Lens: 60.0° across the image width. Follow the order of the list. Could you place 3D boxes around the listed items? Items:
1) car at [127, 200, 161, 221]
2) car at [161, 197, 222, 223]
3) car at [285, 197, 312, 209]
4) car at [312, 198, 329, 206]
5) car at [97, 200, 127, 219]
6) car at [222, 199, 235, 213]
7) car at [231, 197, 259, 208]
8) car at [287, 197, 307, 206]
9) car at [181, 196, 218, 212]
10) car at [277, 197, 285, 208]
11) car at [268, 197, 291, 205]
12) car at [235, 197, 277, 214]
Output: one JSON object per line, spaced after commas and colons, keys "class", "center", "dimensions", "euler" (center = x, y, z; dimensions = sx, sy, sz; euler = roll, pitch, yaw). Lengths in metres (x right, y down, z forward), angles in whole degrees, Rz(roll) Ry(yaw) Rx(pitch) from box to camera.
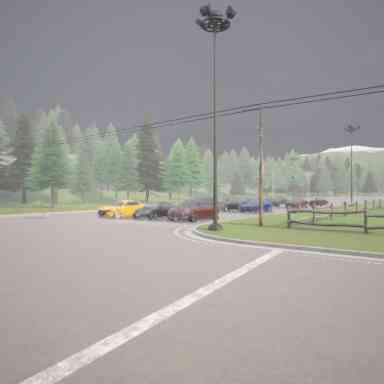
{"class": "car", "center": [-2.869, 1.525, 27.547], "dimensions": [1.812, 1.442, 4.674], "euler": [0, 0, 34]}
{"class": "car", "center": [0.078, 1.351, 25.653], "dimensions": [2.097, 1.767, 4.553], "euler": [0, 0, 34]}
{"class": "car", "center": [14.208, 1.478, 45.138], "dimensions": [1.882, 1.535, 5.008], "euler": [0, 0, 37]}
{"class": "car", "center": [20.420, 1.601, 53.527], "dimensions": [1.895, 1.301, 4.718], "euler": [0, 0, 37]}
{"class": "car", "center": [-5.991, 1.477, 29.174], "dimensions": [1.882, 1.535, 5.008], "euler": [0, 0, 34]}
{"class": "car", "center": [3.868, 1.492, 37.011], "dimensions": [2.128, 1.511, 4.902], "euler": [0, 0, 36]}
{"class": "car", "center": [7.737, 1.478, 48.154], "dimensions": [1.882, 1.535, 5.008], "euler": [0, 0, 36]}
{"class": "car", "center": [17.623, 1.564, 55.624], "dimensions": [1.994, 1.385, 4.181], "euler": [0, 0, 37]}
{"class": "car", "center": [0.946, 1.352, 38.943], "dimensions": [2.097, 1.767, 4.553], "euler": [0, 0, 36]}
{"class": "car", "center": [10.564, 1.492, 46.096], "dimensions": [2.128, 1.511, 4.902], "euler": [0, 0, 36]}
{"class": "car", "center": [15.443, 1.548, 58.539], "dimensions": [2.033, 1.411, 5.357], "euler": [0, 0, 37]}
{"class": "car", "center": [6.820, 1.478, 35.116], "dimensions": [1.882, 1.535, 5.008], "euler": [0, 0, 36]}
